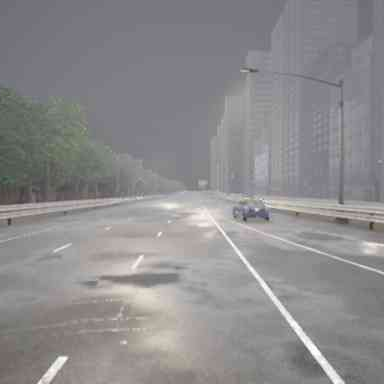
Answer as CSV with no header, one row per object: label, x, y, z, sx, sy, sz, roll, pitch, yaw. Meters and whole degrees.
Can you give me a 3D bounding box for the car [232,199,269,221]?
car,4.731,1.383,27.458,2.097,1.767,4.553,0,0,-6
